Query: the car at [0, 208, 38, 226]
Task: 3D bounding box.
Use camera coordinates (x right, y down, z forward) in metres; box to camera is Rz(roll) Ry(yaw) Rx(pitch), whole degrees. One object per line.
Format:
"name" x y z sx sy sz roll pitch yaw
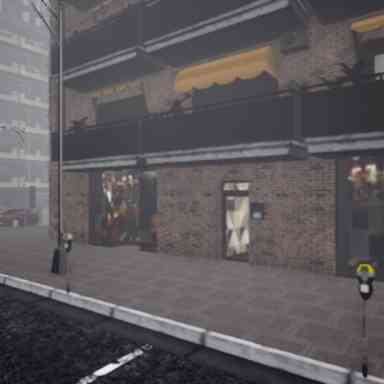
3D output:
"car" -13.660 2.019 27.396 1.887 1.381 4.507 -1 -1 36
